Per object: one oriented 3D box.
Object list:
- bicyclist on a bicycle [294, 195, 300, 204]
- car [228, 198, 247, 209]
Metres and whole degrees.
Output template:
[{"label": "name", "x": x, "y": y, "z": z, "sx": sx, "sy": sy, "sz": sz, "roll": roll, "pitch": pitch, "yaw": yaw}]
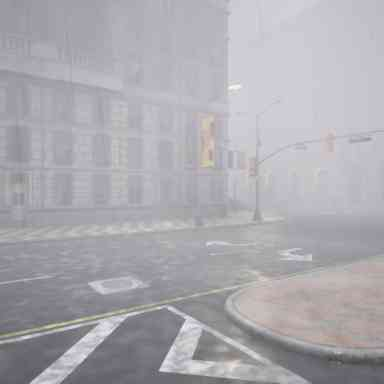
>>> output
[{"label": "bicyclist on a bicycle", "x": 18.027, "y": 1.300, "z": 57.169, "sx": 1.656, "sy": 1.620, "sz": 0.582, "roll": 0, "pitch": 0, "yaw": -35}, {"label": "car", "x": 5.226, "y": 1.491, "z": 44.098, "sx": 2.128, "sy": 1.511, "sz": 4.902, "roll": 0, "pitch": 0, "yaw": -35}]
